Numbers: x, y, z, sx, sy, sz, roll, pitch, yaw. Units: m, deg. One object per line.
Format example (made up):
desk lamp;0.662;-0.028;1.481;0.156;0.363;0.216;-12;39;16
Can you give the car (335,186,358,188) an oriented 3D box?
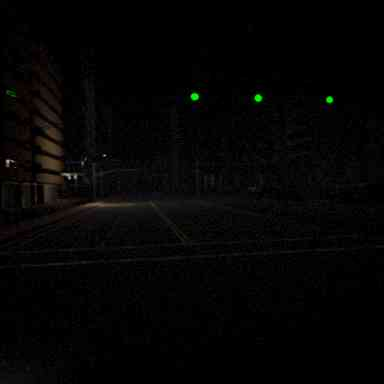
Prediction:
car;26.718;0.216;58.438;1.784;1.438;3.905;-1;1;-9

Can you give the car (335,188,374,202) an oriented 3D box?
car;20.510;0.538;42.176;1.970;1.475;3.806;-1;1;-9

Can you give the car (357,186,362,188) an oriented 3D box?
car;29.356;-0.057;58.902;1.932;1.855;4.605;-1;1;-9

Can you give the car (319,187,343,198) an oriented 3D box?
car;23.859;0.314;57.989;1.970;1.475;3.806;-1;1;-9
